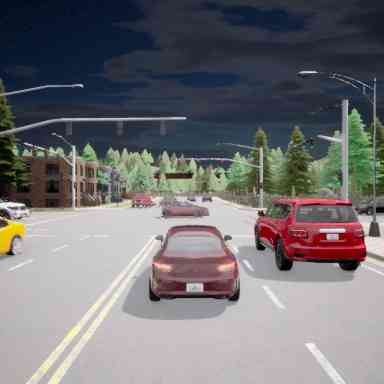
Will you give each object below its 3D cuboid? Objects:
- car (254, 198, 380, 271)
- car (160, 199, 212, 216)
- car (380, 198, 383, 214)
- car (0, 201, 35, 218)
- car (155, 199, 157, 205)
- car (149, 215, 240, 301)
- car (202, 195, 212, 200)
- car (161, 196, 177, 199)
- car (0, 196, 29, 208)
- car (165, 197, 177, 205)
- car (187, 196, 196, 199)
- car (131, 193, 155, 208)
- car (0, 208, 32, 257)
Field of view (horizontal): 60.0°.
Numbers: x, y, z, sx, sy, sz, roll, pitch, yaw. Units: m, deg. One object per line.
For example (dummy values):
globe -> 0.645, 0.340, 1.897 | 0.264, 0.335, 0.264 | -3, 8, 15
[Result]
car -> 3.553, 1.221, 11.066 | 2.150, 2.045, 5.566 | 0, 0, 0
car -> -0.587, 1.564, 28.915 | 4.181, 1.385, 1.994 | 0, 0, 1
car -> 18.261, 1.352, 32.457 | 4.553, 1.767, 2.097 | 0, 0, 0
car -> -16.516, 1.526, 29.102 | 4.674, 1.442, 1.812 | 0, 0, -1
car -> -7.205, 1.525, 57.307 | 1.812, 1.442, 4.674 | 0, 0, 0
car -> 0.046, 1.526, 8.185 | 1.812, 1.442, 4.674 | 0, 0, 0
car -> 3.356, 1.355, 74.348 | 2.097, 1.767, 4.553 | 0, 0, 0
car -> -3.702, 1.352, 51.184 | 2.097, 1.767, 4.553 | 0, 0, 0
car -> -15.620, 1.222, 25.553 | 5.566, 2.045, 2.150 | 0, 0, 1
car -> -3.700, 1.564, 59.792 | 1.994, 1.385, 4.181 | 0, 0, 0
car -> -0.152, 1.553, 74.575 | 1.994, 1.385, 4.181 | 0, 0, 0
car -> -7.169, 1.221, 47.908 | 2.150, 2.045, 5.566 | 0, 0, 2
car -> -7.044, 1.477, 10.179 | 1.882, 1.535, 5.008 | 0, 0, 0
